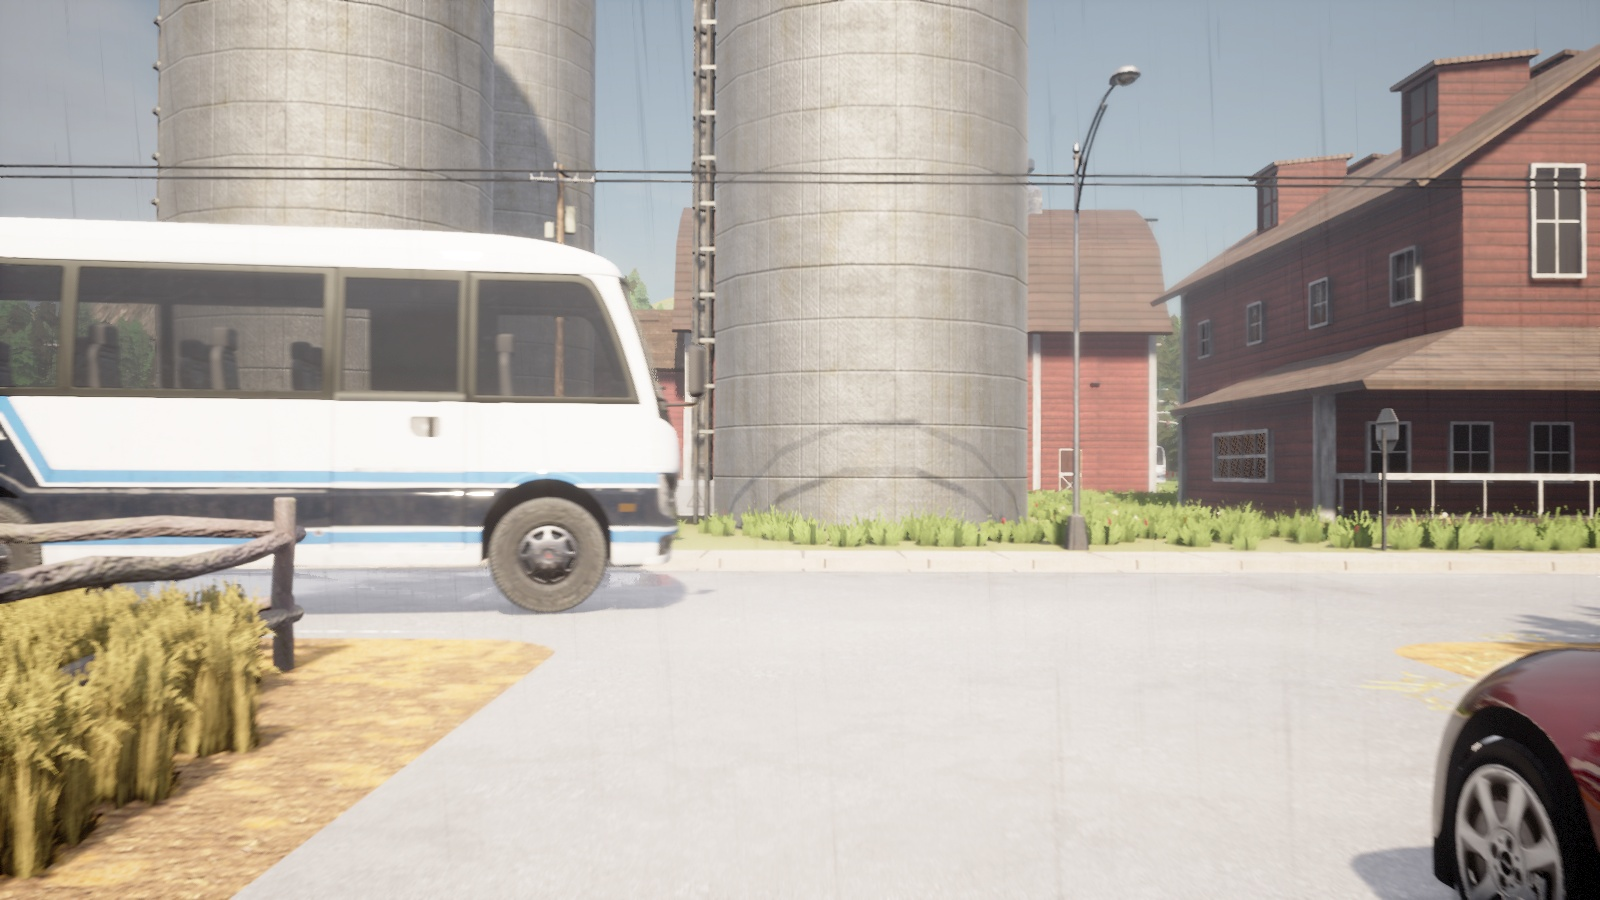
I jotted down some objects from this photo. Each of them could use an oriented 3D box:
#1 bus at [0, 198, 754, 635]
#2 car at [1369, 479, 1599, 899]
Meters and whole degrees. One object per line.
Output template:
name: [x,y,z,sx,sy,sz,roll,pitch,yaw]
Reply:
bus: [-5.893,-0.296,14.527,10.273,4.253,3.944,0,-1,-9]
car: [3.096,0.813,2.741,1.970,1.475,3.806,0,-1,0]
